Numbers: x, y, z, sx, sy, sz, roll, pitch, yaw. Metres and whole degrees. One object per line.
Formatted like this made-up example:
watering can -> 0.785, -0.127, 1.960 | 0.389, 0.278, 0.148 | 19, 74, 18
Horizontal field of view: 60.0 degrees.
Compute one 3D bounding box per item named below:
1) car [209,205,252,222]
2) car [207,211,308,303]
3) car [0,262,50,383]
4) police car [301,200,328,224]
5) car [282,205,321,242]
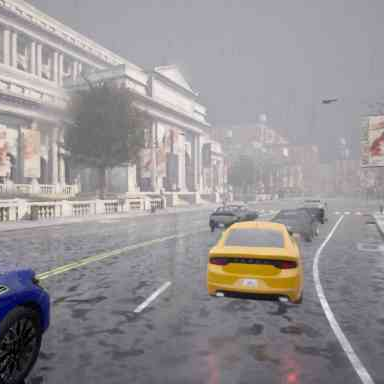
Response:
car -> 2.579, 1.492, 19.478 | 2.128, 1.511, 4.902 | 0, 0, 26
car -> 1.677, 1.478, 8.380 | 1.882, 1.535, 5.008 | 0, 0, 15
car -> -3.195, 1.219, 2.162 | 2.150, 2.045, 5.566 | 0, 0, 6
police car -> 9.106, 1.425, 25.052 | 1.930, 1.638, 5.238 | 0, 0, 27
car -> 5.119, 1.564, 16.687 | 1.994, 1.385, 4.181 | 0, 0, 26
